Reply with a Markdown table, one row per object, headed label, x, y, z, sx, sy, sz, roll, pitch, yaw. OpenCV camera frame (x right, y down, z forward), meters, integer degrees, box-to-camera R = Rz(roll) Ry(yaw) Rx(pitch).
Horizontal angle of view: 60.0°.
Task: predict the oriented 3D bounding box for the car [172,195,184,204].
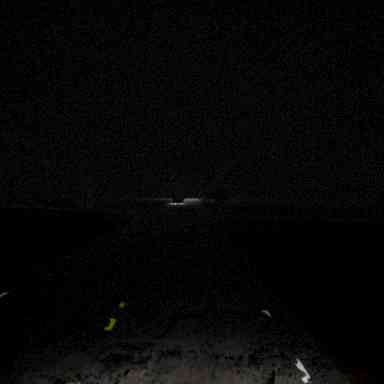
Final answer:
| label | x | y | z | sx | sy | sz | roll | pitch | yaw |
| --- | --- | --- | --- | --- | --- | --- | --- | --- | --- |
| car | -2.776 | 1.504 | 64.234 | 1.994 | 1.385 | 4.181 | 0 | 0 | 0 |

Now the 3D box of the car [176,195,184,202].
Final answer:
| label | x | y | z | sx | sy | sz | roll | pitch | yaw |
| --- | --- | --- | --- | --- | --- | --- | --- | --- | --- |
| car | -2.782 | 1.433 | 77.696 | 1.837 | 1.490 | 4.892 | 0 | 0 | 0 |
